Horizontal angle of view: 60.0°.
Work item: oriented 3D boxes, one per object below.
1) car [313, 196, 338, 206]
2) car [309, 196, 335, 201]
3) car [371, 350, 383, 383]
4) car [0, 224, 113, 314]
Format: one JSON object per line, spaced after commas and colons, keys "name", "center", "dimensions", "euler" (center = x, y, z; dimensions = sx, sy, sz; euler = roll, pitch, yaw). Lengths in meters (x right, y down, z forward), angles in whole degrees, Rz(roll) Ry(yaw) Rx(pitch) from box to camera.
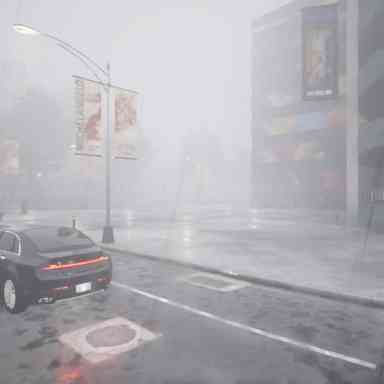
{"name": "car", "center": [21.754, 1.413, 53.937], "dimensions": [2.161, 1.482, 4.786], "euler": [0, 0, 43]}
{"name": "car", "center": [16.349, 1.320, 42.252], "dimensions": [2.002, 1.452, 4.674], "euler": [0, 0, 43]}
{"name": "car", "center": [3.773, 1.547, 1.434], "dimensions": [5.357, 1.411, 2.033], "euler": [0, 0, 32]}
{"name": "car", "center": [-3.776, 1.505, 7.753], "dimensions": [4.892, 1.490, 1.837], "euler": [0, 0, 43]}
